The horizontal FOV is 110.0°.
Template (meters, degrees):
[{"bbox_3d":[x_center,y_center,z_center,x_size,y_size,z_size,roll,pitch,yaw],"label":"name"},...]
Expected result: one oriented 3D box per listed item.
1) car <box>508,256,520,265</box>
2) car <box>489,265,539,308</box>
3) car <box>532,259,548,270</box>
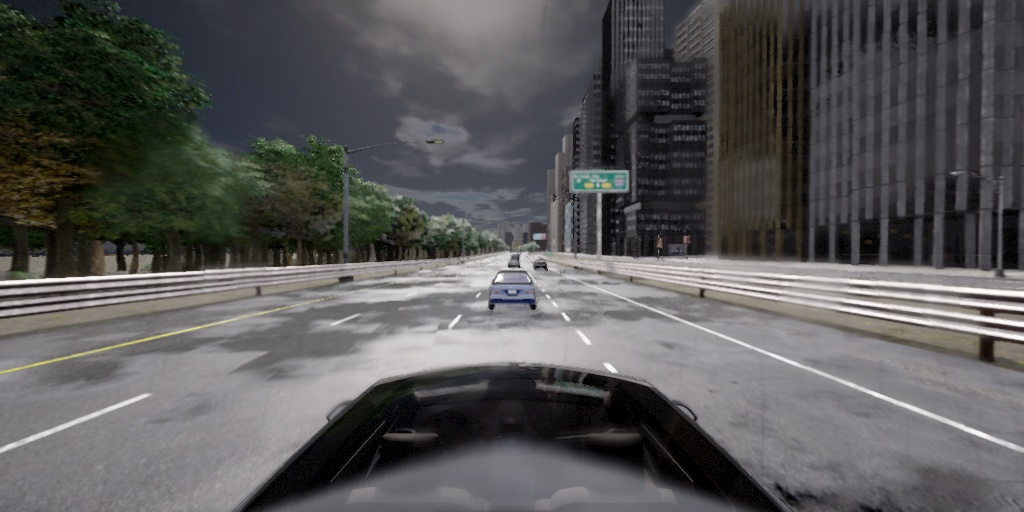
[{"bbox_3d":[0.366,1.190,59.579,1.994,1.385,4.181,0,0,1],"label":"car"},{"bbox_3d":[0.018,1.299,15.062,2.033,1.411,5.357,0,0,0],"label":"car"},{"bbox_3d":[3.853,1.188,49.562,1.837,1.490,4.892,0,1,1],"label":"car"}]
